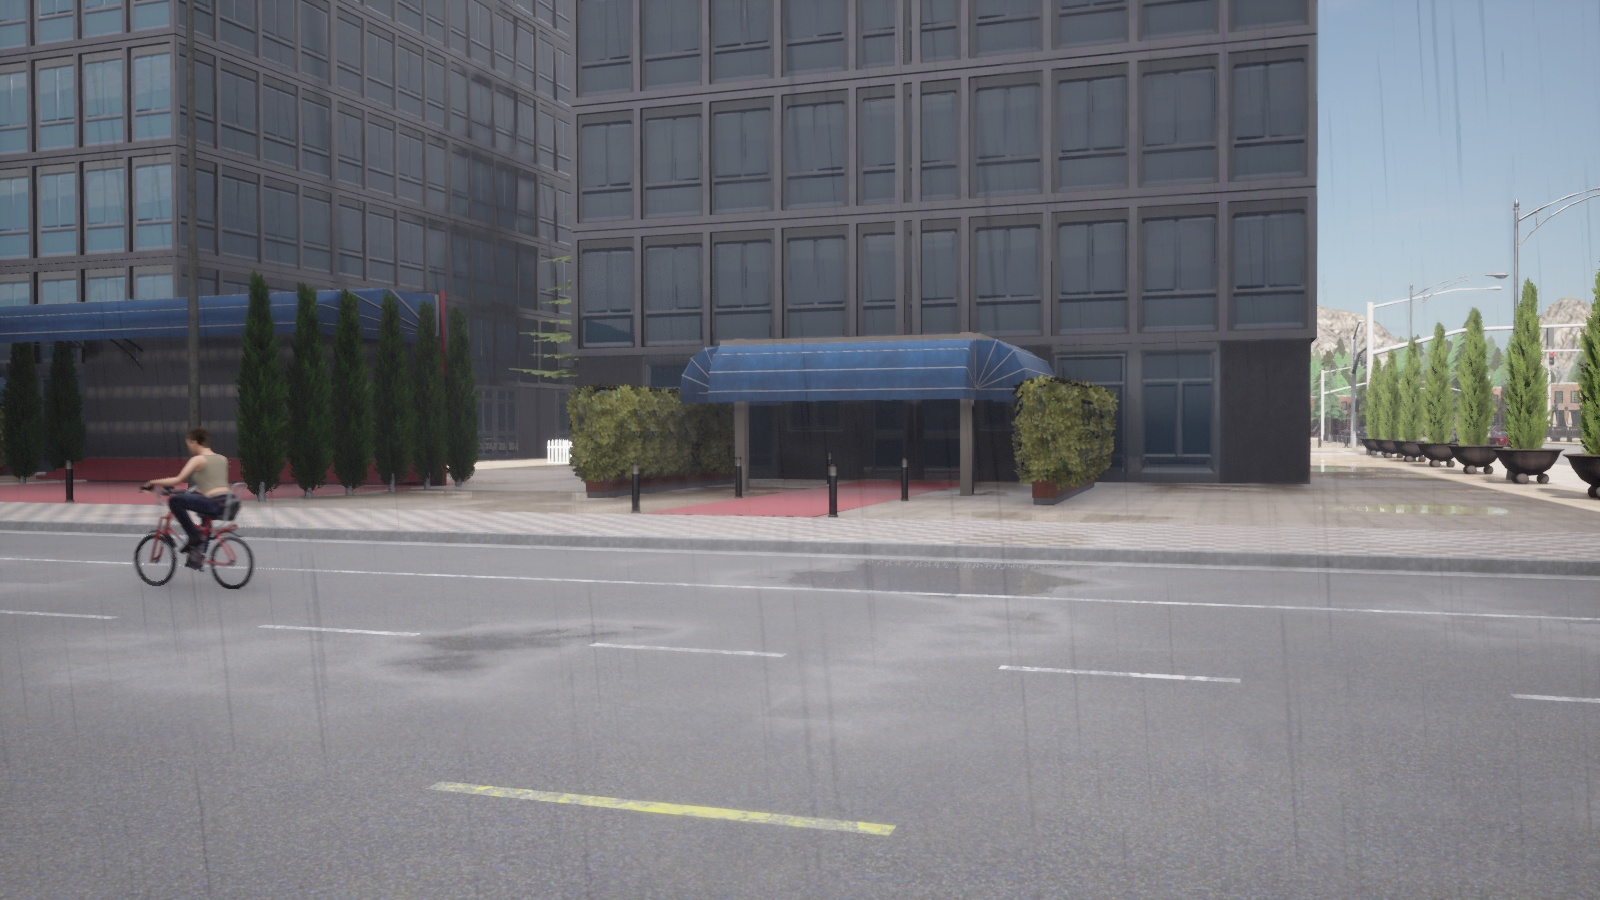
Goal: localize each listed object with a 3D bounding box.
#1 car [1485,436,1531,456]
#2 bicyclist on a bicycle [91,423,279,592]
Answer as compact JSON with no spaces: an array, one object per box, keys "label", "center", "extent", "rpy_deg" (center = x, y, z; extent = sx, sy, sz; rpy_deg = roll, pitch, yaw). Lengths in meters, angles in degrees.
[{"label":"car","center":[48.433,-0.267,85.951],"extent":[1.895,1.301,4.718],"rpy_deg":[1,1,19]},{"label":"bicyclist on a bicycle","center":[-6.158,0.538,12.599],"extent":[1.509,1.612,0.866],"rpy_deg":[1,1,18]}]
